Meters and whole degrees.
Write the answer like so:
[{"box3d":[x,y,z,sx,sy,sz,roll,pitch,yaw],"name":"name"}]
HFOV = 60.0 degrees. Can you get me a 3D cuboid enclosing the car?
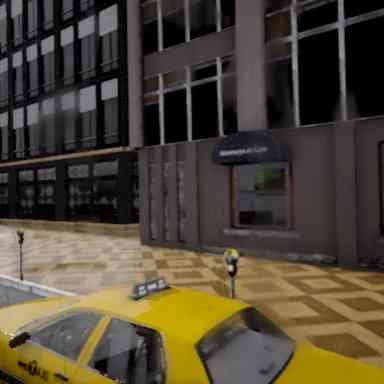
[{"box3d":[-0.627,1.532,3.314,4.829,1.417,1.752,0,-1,35],"name":"car"}]
